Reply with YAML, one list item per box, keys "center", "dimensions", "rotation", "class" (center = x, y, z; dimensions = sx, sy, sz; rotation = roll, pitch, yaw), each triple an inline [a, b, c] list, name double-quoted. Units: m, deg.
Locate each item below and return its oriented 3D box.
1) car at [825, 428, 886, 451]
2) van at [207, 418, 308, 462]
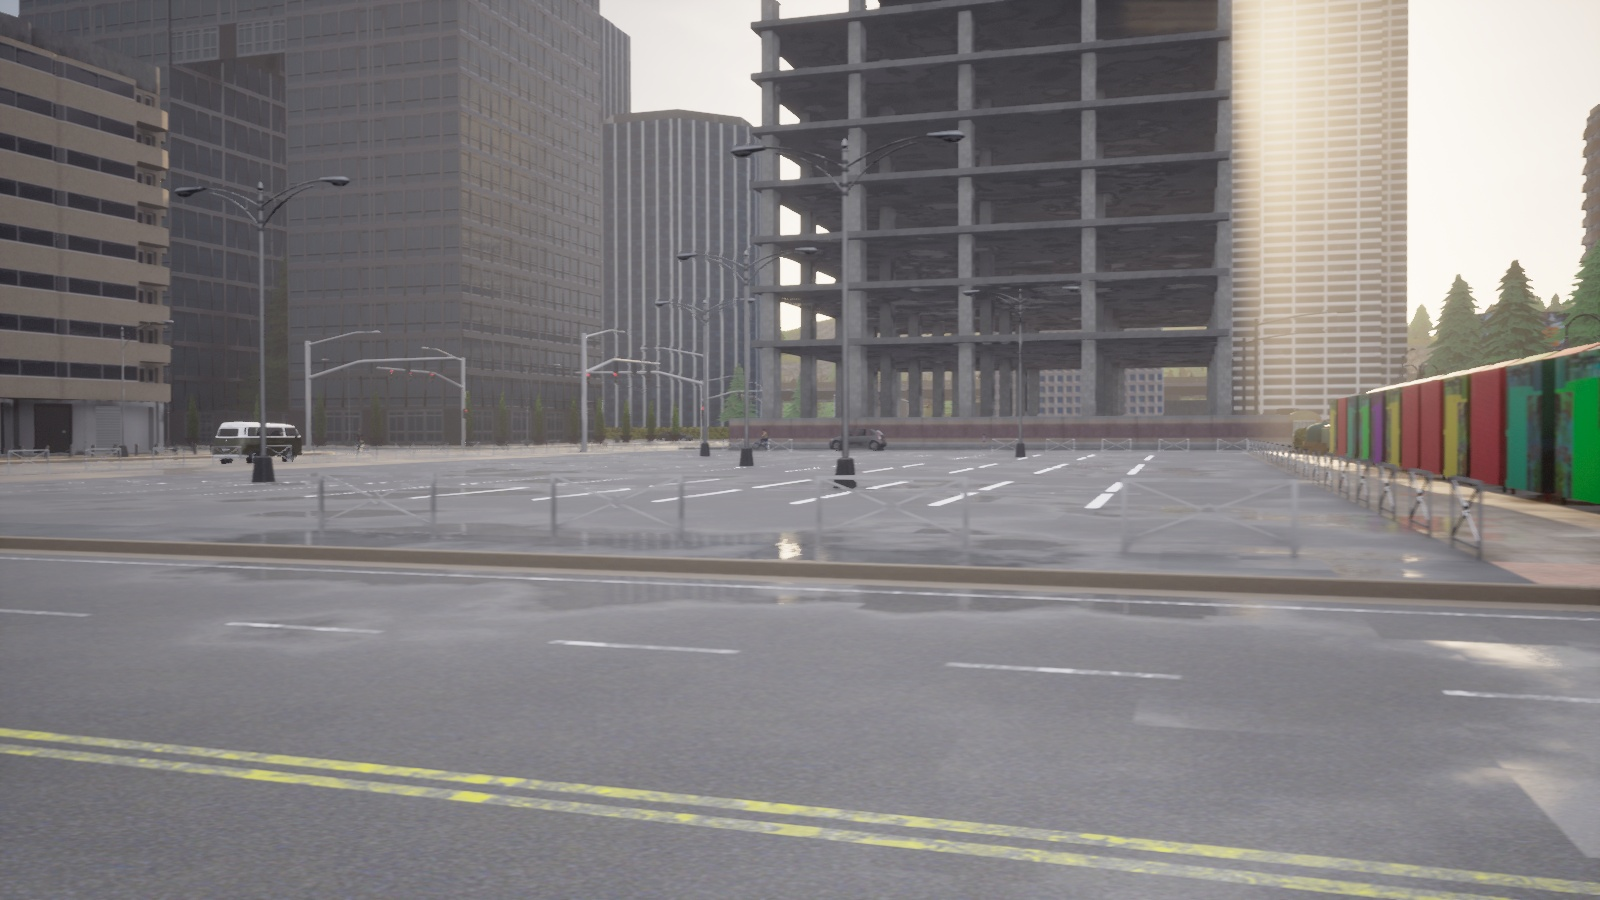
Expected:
- center: [3.927, -0.743, 89.088]
  dimensions: [3.988, 1.617, 1.851]
  rotation: [0, 1, 17]
  class: "car"
- center: [-26.016, -0.515, 60.395]
  dimensions: [2.069, 2.038, 4.480]
  rotation: [0, 1, 17]
  class: "van"
